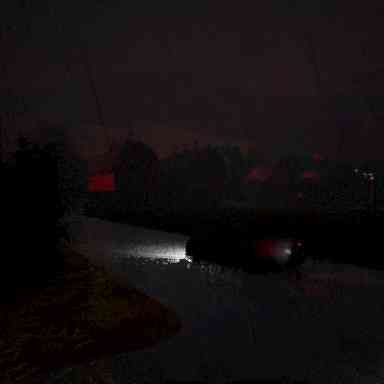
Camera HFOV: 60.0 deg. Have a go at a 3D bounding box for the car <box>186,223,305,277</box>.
[{"bbox_3d":[1.569,1.739,11.077,1.994,1.385,4.181,0,-1,-35],"label":"car"}]
